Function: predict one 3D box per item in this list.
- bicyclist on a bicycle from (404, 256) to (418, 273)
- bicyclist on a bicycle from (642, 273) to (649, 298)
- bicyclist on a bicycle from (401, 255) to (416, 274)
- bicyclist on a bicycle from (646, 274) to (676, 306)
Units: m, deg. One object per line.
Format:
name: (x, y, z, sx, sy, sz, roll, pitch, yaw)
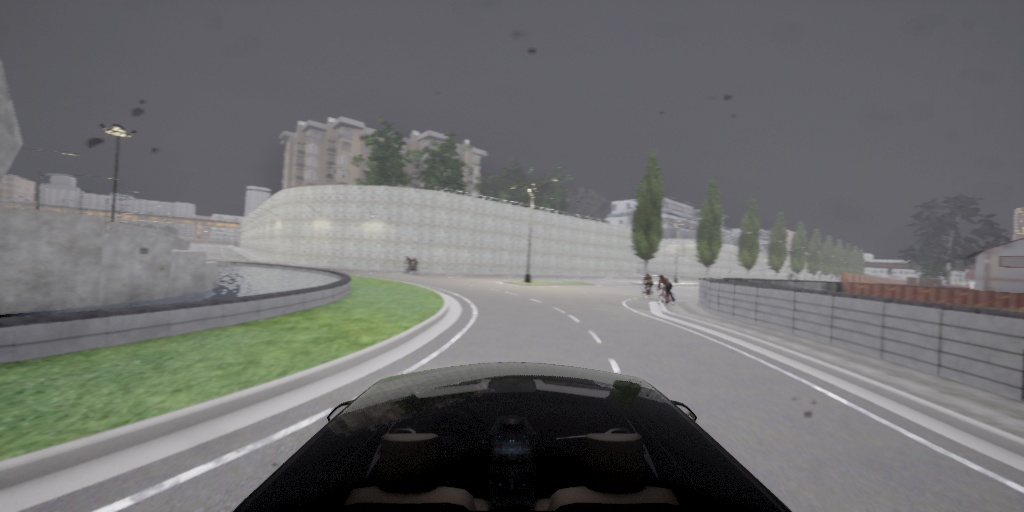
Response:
bicyclist on a bicycle: (-9.703, 0.869, 35.503, 0.582, 1.620, 1.656, 13, 8, 20)
bicyclist on a bicycle: (8.517, 1.890, 22.544, 0.582, 1.620, 1.656, 3, -1, -2)
bicyclist on a bicycle: (-10.297, 0.797, 35.680, 0.582, 1.620, 1.656, 3, 9, 19)
bicyclist on a bicycle: (7.577, 1.714, 17.683, 1.656, 1.620, 0.582, -4, -6, -39)
